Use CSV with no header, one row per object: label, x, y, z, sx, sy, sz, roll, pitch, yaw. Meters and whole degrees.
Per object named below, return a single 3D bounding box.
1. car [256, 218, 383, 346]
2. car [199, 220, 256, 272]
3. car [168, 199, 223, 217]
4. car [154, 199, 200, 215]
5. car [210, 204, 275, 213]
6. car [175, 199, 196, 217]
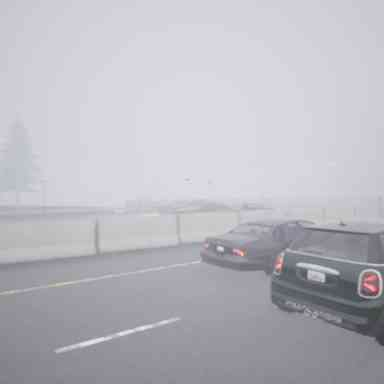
car,3.646,1.306,6.356,4.553,1.767,2.097,0,0,-35
car,2.778,1.492,10.029,5.357,1.411,2.033,0,0,-35
car,0.364,1.384,30.047,4.892,1.490,1.837,0,0,-35
car,-1.432,1.440,33.065,4.181,1.385,1.994,0,0,-35
car,3.680,1.485,23.816,4.718,1.301,1.895,0,0,-35
car,1.189,1.435,26.339,5.357,1.411,2.033,0,0,-36
